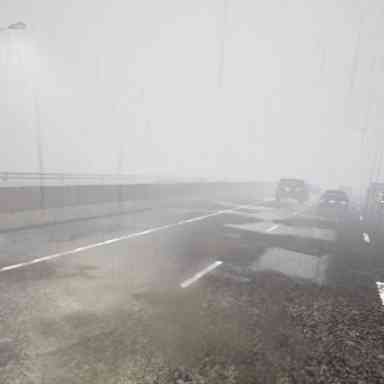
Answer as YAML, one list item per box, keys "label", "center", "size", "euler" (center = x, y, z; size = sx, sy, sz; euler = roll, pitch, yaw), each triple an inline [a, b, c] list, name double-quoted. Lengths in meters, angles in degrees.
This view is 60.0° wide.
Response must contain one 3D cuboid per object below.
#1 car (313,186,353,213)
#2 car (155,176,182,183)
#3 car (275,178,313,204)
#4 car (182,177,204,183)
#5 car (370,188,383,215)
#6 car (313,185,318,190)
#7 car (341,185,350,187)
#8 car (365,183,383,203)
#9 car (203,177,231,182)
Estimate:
- label: "car"
  center: [9.929, 0.585, 23.222]
  size: [2.033, 1.411, 5.357]
  euler: [5, 4, 26]
- label: "car"
  center: [-3.008, -1.433, 44.925]
  size: [1.895, 1.301, 4.718]
  euler: [5, 4, 26]
- label: "car"
  center: [8.721, -0.155, 28.674]
  size: [2.150, 2.045, 5.566]
  euler: [5, 3, 26]
- label: "car"
  center: [0.911, -1.316, 44.956]
  size: [1.837, 1.490, 4.892]
  euler: [5, 4, 26]
- label: "car"
  center: [13.537, 0.775, 22.680]
  size: [1.837, 1.490, 4.892]
  euler: [5, 4, 26]
- label: "car"
  center: [15.347, -0.255, 42.269]
  size: [1.895, 1.301, 4.718]
  euler: [5, 4, 26]
- label: "car"
  center: [21.422, -0.226, 46.631]
  size: [1.994, 1.385, 4.181]
  euler: [5, 4, 26]
- label: "car"
  center: [18.700, 0.103, 33.432]
  size: [2.150, 2.045, 5.566]
  euler: [5, 4, 26]
- label: "car"
  center: [3.834, -0.991, 43.017]
  size: [2.033, 1.411, 5.357]
  euler: [5, 4, 26]
